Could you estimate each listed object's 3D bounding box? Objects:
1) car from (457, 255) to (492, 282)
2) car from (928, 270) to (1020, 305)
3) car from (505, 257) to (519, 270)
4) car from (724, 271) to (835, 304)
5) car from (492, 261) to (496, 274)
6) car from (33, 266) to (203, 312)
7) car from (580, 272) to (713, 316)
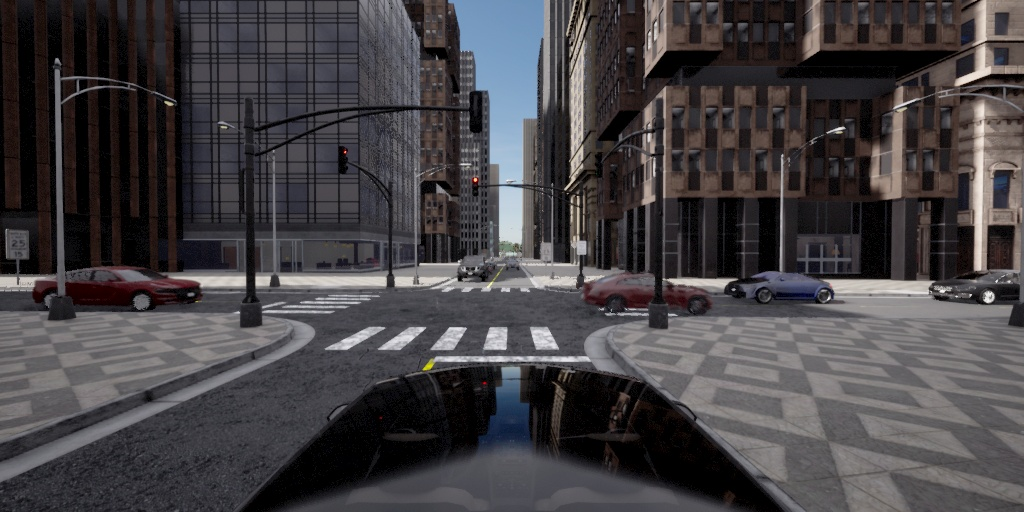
[{"bbox_3d":[-3.108,0.956,29.526,2.150,2.045,5.566,0,0,0],"label":"car"},{"bbox_3d":[22.312,1.405,16.578,4.892,1.490,1.837,0,1,0],"label":"car"},{"bbox_3d":[0.086,1.259,51.638,2.033,1.411,5.357,0,0,0],"label":"car"},{"bbox_3d":[12.230,1.389,16.557,4.181,1.385,1.994,0,1,0],"label":"car"},{"bbox_3d":[-3.103,1.290,39.552,1.994,1.385,4.181,0,0,0],"label":"car"},{"bbox_3d":[-14.418,1.141,13.305,5.008,1.535,1.882,1,1,0],"label":"car"},{"bbox_3d":[4.917,1.340,13.345,4.674,1.442,1.812,1,1,0],"label":"car"}]
